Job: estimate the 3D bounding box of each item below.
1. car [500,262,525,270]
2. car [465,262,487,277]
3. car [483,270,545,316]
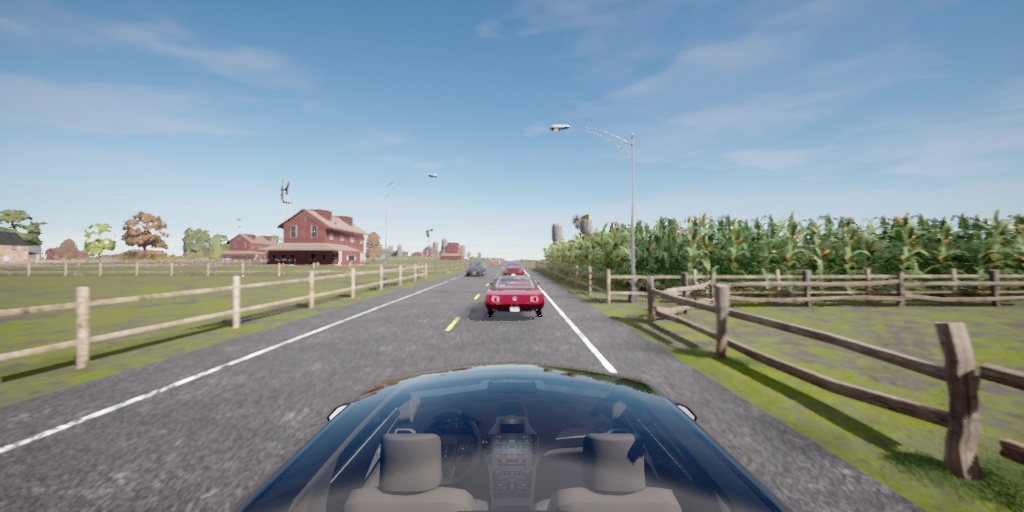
[{"bbox_3d":[0.106,1.346,31.220,1.812,1.442,4.674,0,0,0],"label":"car"},{"bbox_3d":[-3.583,1.340,36.392,1.837,1.490,4.892,0,0,0],"label":"car"},{"bbox_3d":[0.096,1.375,13.385,1.895,1.301,4.718,0,0,0],"label":"car"}]
